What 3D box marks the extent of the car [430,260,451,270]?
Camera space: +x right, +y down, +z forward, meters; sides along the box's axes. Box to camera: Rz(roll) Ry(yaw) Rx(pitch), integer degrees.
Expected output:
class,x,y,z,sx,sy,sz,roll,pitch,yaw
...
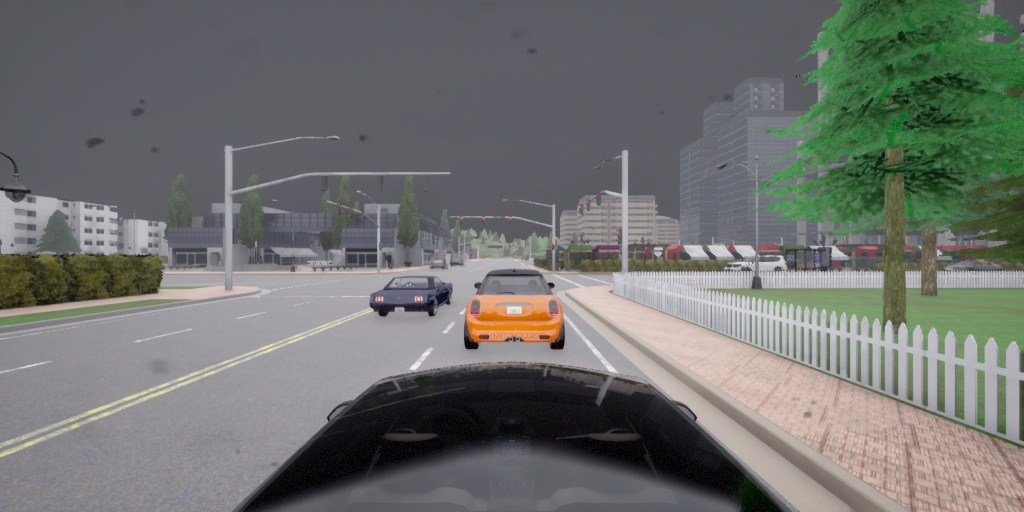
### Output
class,x,y,z,sx,sy,sz,roll,pitch,yaw
car,-10.593,1.276,52.050,1.812,1.442,4.674,0,0,0

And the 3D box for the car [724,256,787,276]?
class,x,y,z,sx,sy,sz,roll,pitch,yaw
car,24.613,0.971,36.260,5.566,2.045,2.150,0,0,-1

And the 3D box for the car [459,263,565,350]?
class,x,y,z,sx,sy,sz,roll,pitch,yaw
car,0.064,1.102,9.271,2.097,1.767,4.553,0,0,0

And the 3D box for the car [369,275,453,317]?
class,x,y,z,sx,sy,sz,roll,pitch,yaw
car,-3.416,1.351,13.168,1.895,1.301,4.718,0,0,0

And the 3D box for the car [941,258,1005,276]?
class,x,y,z,sx,sy,sz,roll,pitch,yaw
car,46.988,1.243,36.732,4.902,1.511,2.128,0,0,-1
